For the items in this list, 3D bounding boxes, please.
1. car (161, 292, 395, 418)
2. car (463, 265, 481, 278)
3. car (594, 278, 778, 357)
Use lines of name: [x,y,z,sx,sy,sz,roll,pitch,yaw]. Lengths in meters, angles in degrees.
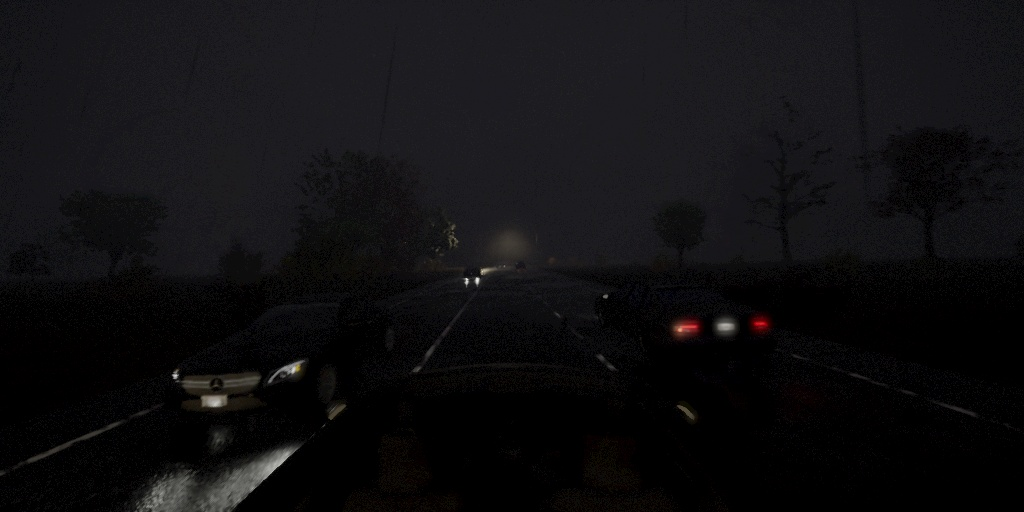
car: [-3.528,1.444,6.491,1.812,1.442,4.674,-2,0,-2]
car: [-4.672,1.824,42.474,1.994,1.385,4.181,-2,0,-2]
car: [3.416,1.229,8.352,2.033,1.411,5.357,-2,0,-2]
